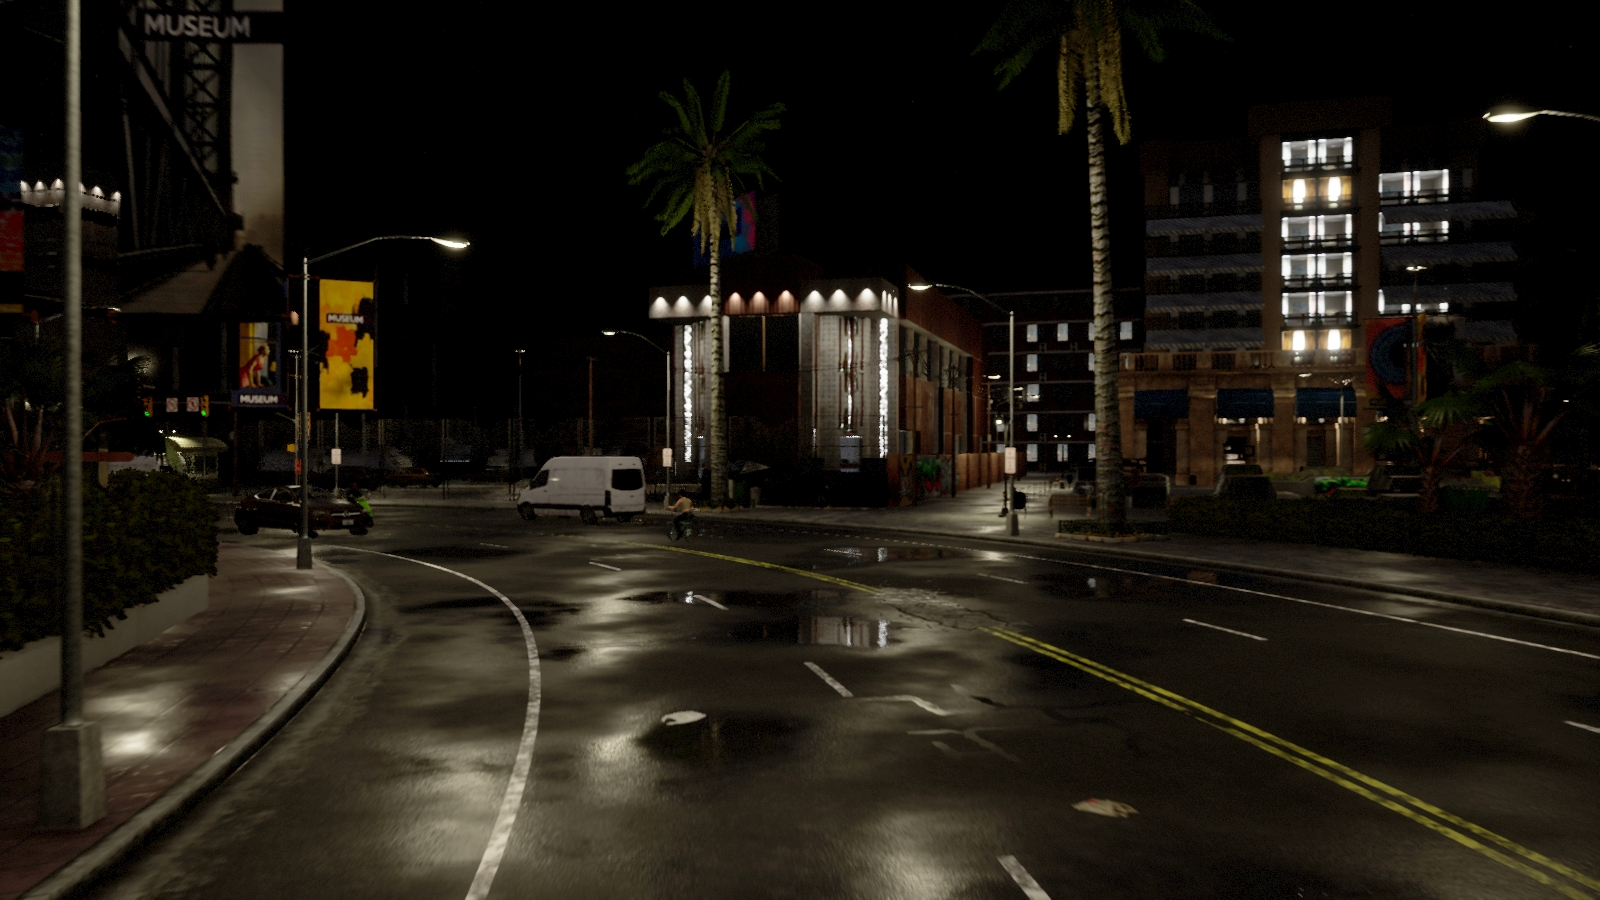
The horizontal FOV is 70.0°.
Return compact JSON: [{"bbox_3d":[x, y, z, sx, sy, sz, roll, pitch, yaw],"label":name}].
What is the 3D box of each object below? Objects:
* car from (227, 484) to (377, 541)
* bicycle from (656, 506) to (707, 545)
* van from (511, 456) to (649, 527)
[{"bbox_3d":[-16.405,1.995,37.564,5.027,1.651,2.152,0,0,33],"label":"car"},{"bbox_3d":[-3.568,2.257,34.389,0.859,1.080,1.487,0,0,-38],"label":"bicycle"},{"bbox_3d":[-8.659,1.536,44.650,5.915,2.561,1.988,0,0,40],"label":"van"}]
